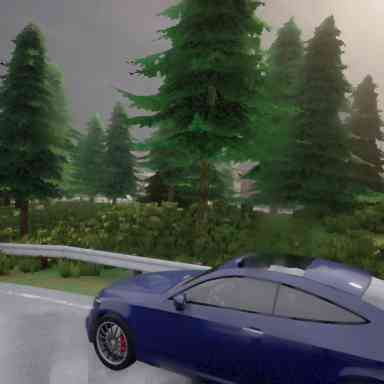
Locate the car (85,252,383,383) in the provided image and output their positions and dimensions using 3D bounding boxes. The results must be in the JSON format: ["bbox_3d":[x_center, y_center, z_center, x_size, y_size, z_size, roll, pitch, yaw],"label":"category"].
[{"bbox_3d":[0.796,1.499,4.072,4.674,1.442,1.812,1,1,31],"label":"car"}]
